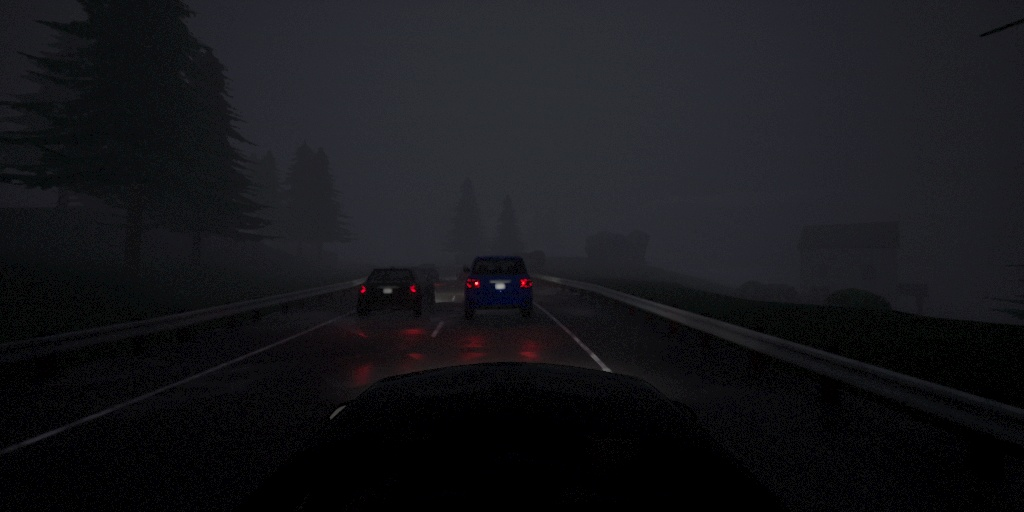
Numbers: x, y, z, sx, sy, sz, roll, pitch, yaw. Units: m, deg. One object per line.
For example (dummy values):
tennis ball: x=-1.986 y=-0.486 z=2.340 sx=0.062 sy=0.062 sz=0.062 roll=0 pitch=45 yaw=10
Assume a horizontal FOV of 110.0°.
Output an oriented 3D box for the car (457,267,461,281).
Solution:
car: x=-3.535 y=1.379 z=30.215 sx=1.994 sy=1.385 sz=4.181 roll=0 pitch=0 yaw=-14

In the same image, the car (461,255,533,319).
car: x=-0.592 y=0.993 z=13.155 sx=2.150 sy=2.045 sz=5.566 roll=0 pitch=0 yaw=-5

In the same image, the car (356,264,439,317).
car: x=-4.203 y=1.141 z=13.635 sx=2.097 sy=1.767 sz=4.553 roll=0 pitch=0 yaw=-6
